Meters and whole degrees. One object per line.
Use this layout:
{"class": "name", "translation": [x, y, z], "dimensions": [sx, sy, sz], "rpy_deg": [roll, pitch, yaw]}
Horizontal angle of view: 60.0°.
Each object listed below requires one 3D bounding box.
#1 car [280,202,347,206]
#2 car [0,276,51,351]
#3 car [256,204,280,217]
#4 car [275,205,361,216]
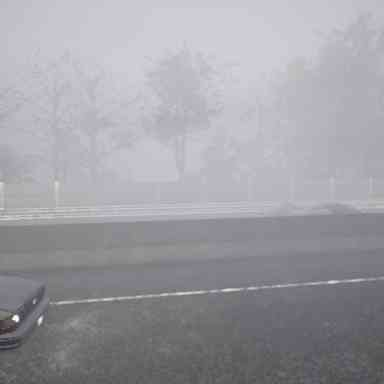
{"class": "car", "translation": [8.609, 1.455, 21.743], "dimensions": [4.892, 1.490, 1.837], "rpy_deg": [-1, 0, -10]}
{"class": "car", "translation": [-5.024, 1.689, 4.776], "dimensions": [5.357, 1.411, 2.033], "rpy_deg": [-1, 0, -11]}
{"class": "car", "translation": [6.961, 1.567, 24.996], "dimensions": [4.181, 1.385, 1.994], "rpy_deg": [-1, 0, -10]}
{"class": "car", "translation": [7.218, 1.558, 17.925], "dimensions": [4.718, 1.301, 1.895], "rpy_deg": [-1, 0, -10]}
